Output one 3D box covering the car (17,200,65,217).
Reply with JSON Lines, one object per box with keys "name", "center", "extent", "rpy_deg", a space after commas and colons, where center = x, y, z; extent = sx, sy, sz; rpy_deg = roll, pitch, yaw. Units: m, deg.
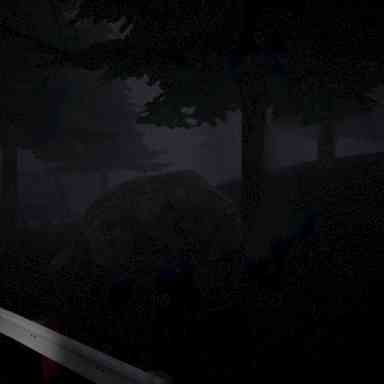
{"name": "car", "center": [-13.130, 1.489, 27.927], "extent": [1.837, 1.490, 4.892], "rpy_deg": [0, 0, 36]}
